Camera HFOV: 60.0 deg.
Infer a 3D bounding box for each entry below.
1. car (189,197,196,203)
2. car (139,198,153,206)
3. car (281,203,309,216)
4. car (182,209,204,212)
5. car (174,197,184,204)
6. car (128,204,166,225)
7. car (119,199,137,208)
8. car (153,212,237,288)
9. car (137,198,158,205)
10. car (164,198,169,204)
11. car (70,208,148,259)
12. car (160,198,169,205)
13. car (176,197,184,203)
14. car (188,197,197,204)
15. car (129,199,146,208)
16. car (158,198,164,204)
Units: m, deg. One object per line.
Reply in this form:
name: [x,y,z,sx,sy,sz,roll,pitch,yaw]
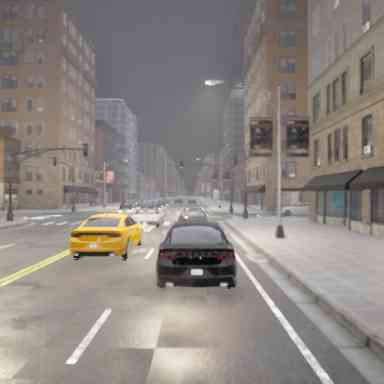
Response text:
car: [0.049,2.112,89.897,1.882,1.535,5.008,0,0,0]
car: [-9.712,2.127,70.340,2.128,1.511,4.902,0,0,0]
car: [11.740,1.877,36.113,4.674,1.442,1.812,0,-1,0]
car: [0.048,1.727,20.552,2.033,1.411,5.357,0,0,1]
car: [-3.207,2.175,79.478,1.837,1.490,4.892,0,0,0]
car: [-3.134,1.813,24.334,1.895,1.301,4.718,0,-1,0]
car: [-9.816,1.945,50.924,1.837,1.490,4.892,0,0,0]
car: [0.105,1.562,9.496,1.882,1.535,5.008,0,0,0]
car: [-6.558,1.951,49.255,1.812,1.442,4.674,0,0,0]
car: [-6.463,2.133,68.506,2.033,1.411,5.357,0,0,0]
car: [-3.146,1.593,13.078,1.882,1.535,5.008,0,-1,0]
car: [-6.457,2.159,78.680,1.837,1.490,4.892,0,0,0]
car: [-3.201,2.174,89.899,2.033,1.411,5.357,0,0,0]
car: [0.044,2.153,79.477,1.882,1.535,5.008,0,0,0]
car: [-9.774,2.008,60.109,2.128,1.511,4.902,0,0,1]
car: [-6.543,2.028,58.356,1.812,1.442,4.674,0,0,0]
